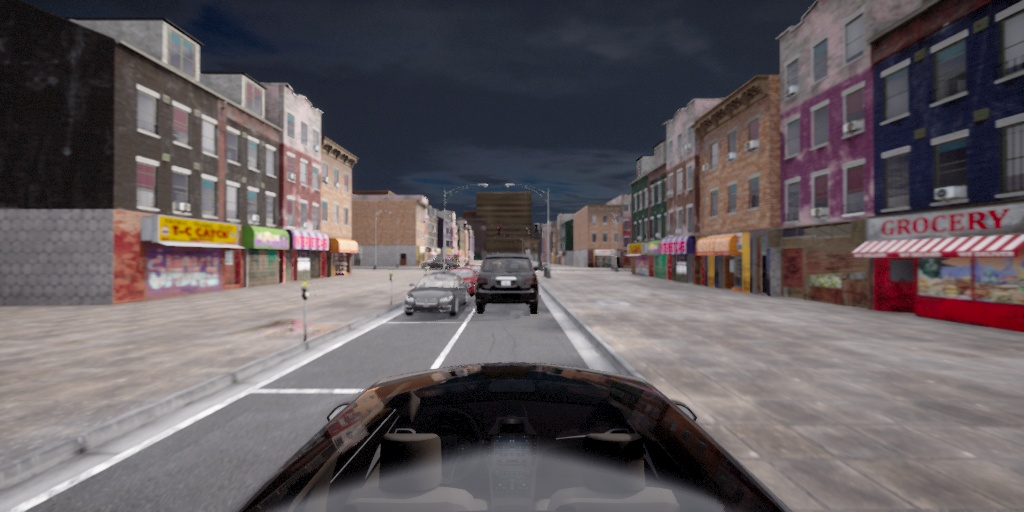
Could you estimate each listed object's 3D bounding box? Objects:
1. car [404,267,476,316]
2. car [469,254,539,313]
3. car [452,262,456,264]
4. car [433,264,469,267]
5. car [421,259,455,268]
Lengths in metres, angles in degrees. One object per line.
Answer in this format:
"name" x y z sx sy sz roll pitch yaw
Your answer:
"car" -2.641 1.286 13.197 2.007 1.370 4.403 0 0 0
"car" -0.123 0.957 14.027 2.150 2.045 5.566 0 0 1
"car" -2.645 1.274 24.185 1.888 1.381 4.507 0 0 0
"car" -2.643 1.276 18.690 1.888 1.381 4.507 0 0 0
"car" -10.119 1.186 49.709 4.892 1.490 1.837 0 -2 4
